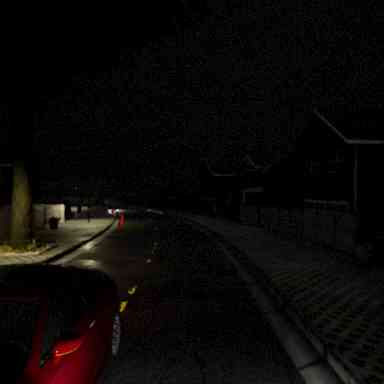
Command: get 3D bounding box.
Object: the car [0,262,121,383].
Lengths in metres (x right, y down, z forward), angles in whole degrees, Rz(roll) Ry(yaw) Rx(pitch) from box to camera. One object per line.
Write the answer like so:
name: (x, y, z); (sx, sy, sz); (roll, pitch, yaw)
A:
car: (-1.907, 1.553, 3.212); (1.812, 1.442, 4.674); (0, 0, -1)

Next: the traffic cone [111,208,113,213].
traffic cone: (-10.885, 2.533, 45.582); (0.340, 0.580, 0.340); (0, -1, -21)

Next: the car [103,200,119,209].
car: (-13.848, 2.148, 56.739); (2.128, 1.511, 4.902); (0, 0, -28)

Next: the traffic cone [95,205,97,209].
traffic cone: (-17.096, 2.629, 58.837); (0.340, 0.580, 0.340); (0, 0, -29)

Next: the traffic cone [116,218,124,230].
traffic cone: (-4.832, 2.212, 21.982); (0.340, 0.580, 0.340); (0, -1, -8)

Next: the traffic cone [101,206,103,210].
traffic cone: (-14.820, 2.606, 54.517); (0.340, 0.580, 0.340); (0, 0, -26)
